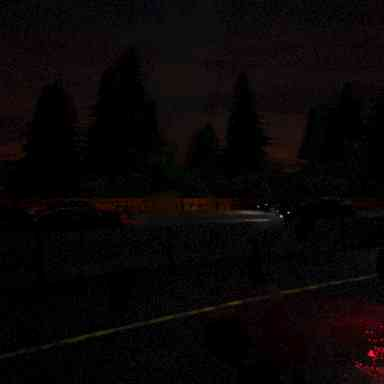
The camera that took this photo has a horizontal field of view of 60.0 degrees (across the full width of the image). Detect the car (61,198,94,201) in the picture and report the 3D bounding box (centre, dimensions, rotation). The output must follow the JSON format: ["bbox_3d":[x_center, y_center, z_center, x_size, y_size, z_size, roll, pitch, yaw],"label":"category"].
[{"bbox_3d":[-7.288,1.132,19.978,5.008,1.535,1.882,0,1,-29],"label":"car"}]

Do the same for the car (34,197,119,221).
[{"bbox_3d":[-8.133,1.144,23.576,5.357,1.411,2.033,0,1,-29],"label":"car"}]

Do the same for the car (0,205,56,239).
[{"bbox_3d":[-8.791,1.320,14.865,4.718,1.301,1.895,0,1,-32],"label":"car"}]

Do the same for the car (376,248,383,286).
[{"bbox_3d":[6.021,1.382,6.885,4.892,1.490,1.837,0,0,-24],"label":"car"}]

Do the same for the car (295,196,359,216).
[{"bbox_3d":[10.978,1.121,27.177,4.674,1.442,1.812,0,1,-12],"label":"car"}]

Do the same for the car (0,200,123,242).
[{"bbox_3d":[-5.162,1.262,12.964,4.902,1.511,2.128,0,1,-30],"label":"car"}]

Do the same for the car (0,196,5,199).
[{"bbox_3d":[-25.284,0.797,44.751,1.895,1.301,4.718,1,1,15],"label":"car"}]

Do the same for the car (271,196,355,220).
[{"bbox_3d":[8.478,1.208,22.812,5.357,1.411,2.033,0,1,-16],"label":"car"}]

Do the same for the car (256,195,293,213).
[{"bbox_3d":[8.230,1.064,30.094,4.892,1.490,1.837,0,1,-14],"label":"car"}]
